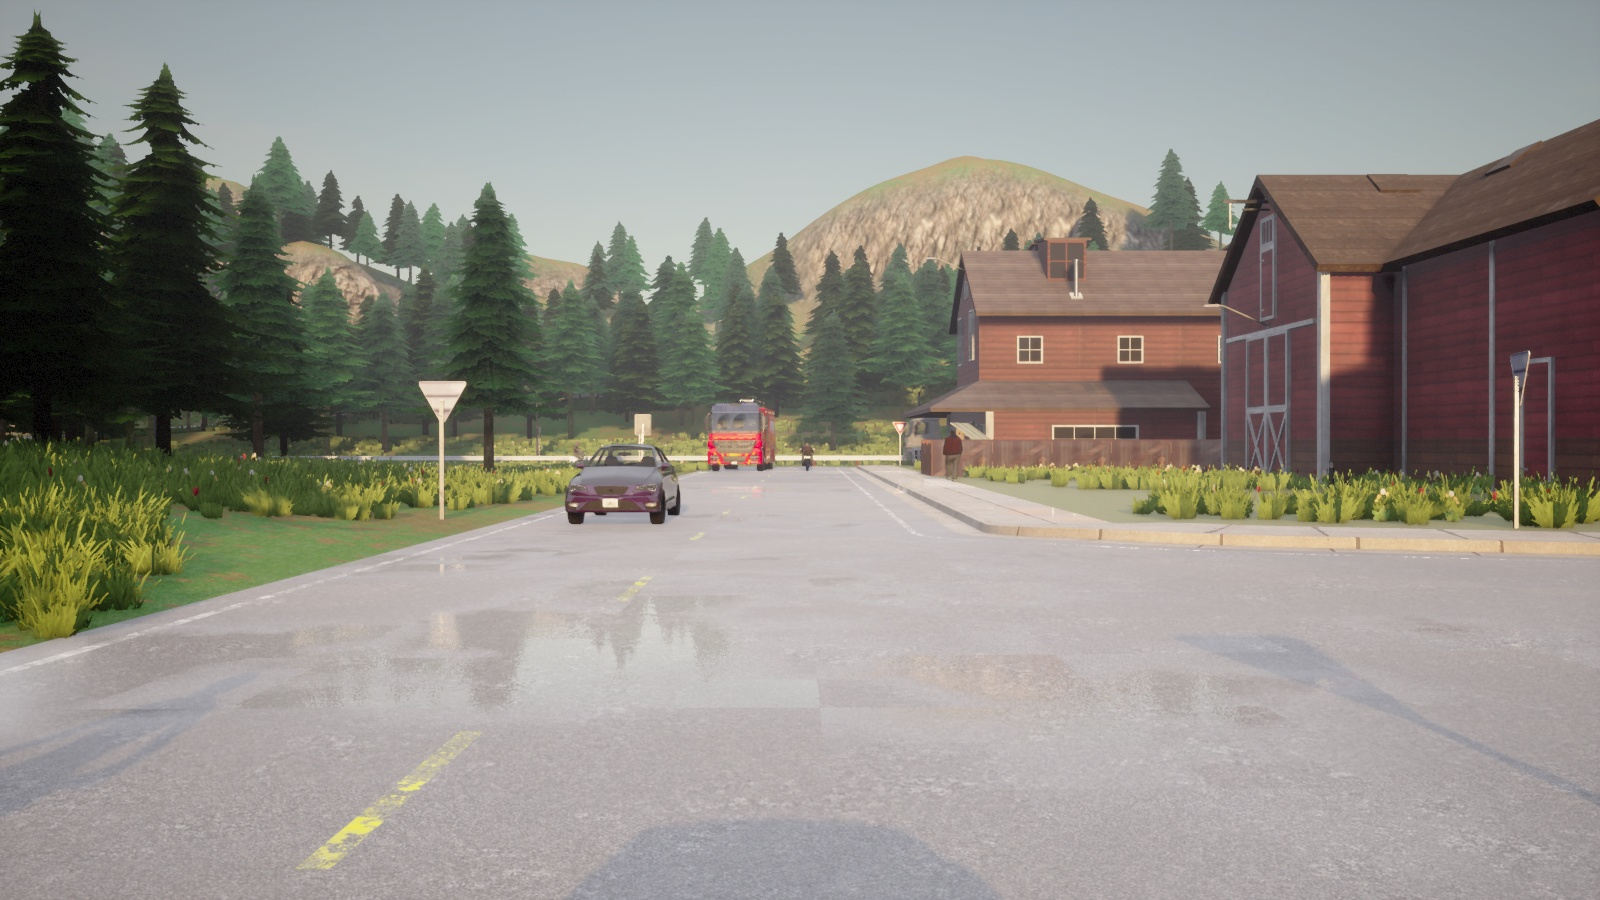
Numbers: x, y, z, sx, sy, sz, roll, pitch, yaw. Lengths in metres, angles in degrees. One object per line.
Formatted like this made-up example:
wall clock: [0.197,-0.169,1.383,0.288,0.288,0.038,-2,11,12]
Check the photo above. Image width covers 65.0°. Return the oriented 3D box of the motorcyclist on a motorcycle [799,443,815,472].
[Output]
motorcyclist on a motorcycle: [0.392,0.398,68.055,0.866,1.530,2.191,0,0,0]

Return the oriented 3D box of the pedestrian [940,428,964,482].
pedestrian: [5.172,0.164,42.797,0.634,1.844,0.899,0,0,-4]

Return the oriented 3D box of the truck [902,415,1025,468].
truck: [10.962,-0.562,84.686,7.936,3.462,2.891,0,0,0]

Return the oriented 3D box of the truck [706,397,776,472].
truck: [-3.108,-0.806,68.257,2.891,3.827,8.468,0,0,4]

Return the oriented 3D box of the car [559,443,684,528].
car: [-3.350,0.620,24.307,1.816,1.474,4.193,0,1,0]
